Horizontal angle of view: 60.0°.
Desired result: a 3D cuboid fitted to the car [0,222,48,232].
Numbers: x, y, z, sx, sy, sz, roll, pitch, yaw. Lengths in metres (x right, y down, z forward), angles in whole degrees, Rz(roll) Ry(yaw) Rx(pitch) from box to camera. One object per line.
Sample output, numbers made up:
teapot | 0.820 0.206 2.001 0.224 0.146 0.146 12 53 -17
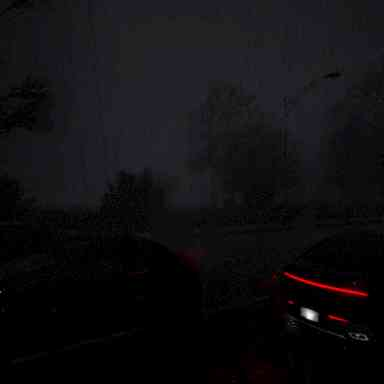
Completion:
car | -5.246 1.519 8.739 5.357 1.411 2.033 -1 0 -35

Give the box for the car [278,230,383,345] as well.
car | 3.702 1.449 5.943 4.892 1.490 1.837 -1 0 -32

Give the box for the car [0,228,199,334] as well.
car | -1.923 1.531 6.706 4.181 1.385 1.994 -1 0 -33
